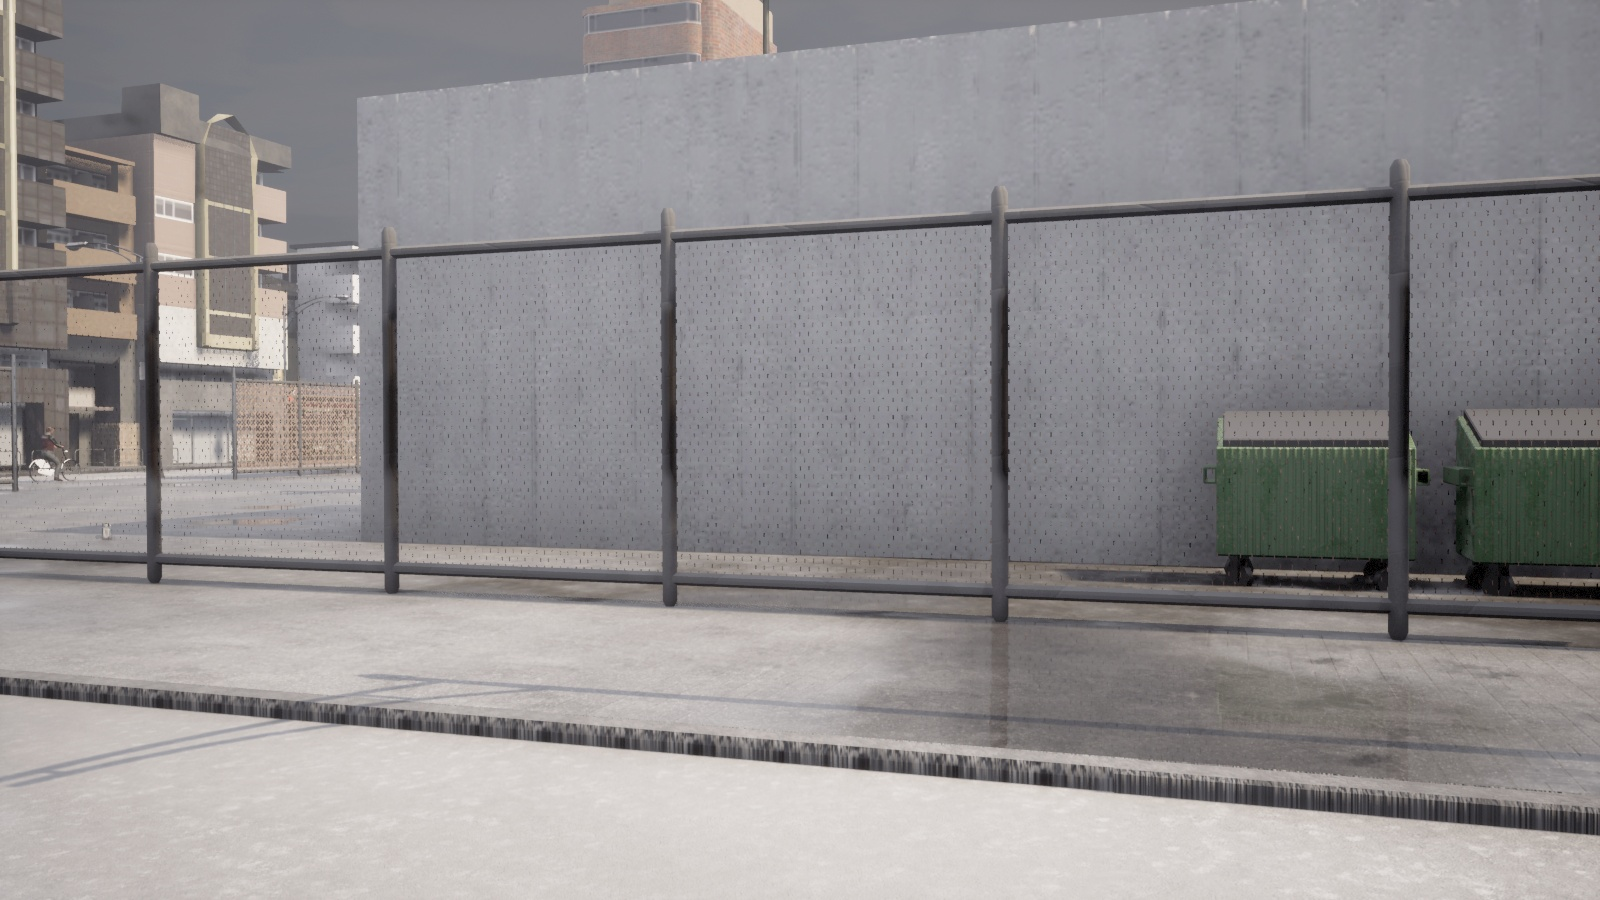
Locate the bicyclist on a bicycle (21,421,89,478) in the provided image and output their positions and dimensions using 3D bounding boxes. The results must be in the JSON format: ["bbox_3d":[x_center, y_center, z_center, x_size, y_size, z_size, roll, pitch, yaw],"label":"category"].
[{"bbox_3d":[-23.671,-0.031,39.939,0.659,1.776,1.843,1,1,19],"label":"bicyclist on a bicycle"}]
